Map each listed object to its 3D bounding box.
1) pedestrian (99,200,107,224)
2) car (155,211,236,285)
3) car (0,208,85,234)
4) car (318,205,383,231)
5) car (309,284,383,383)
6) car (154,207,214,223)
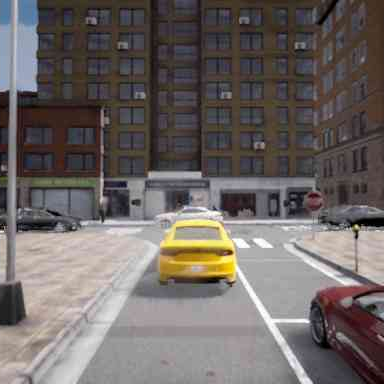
[{"bbox_3d":[-6.859,1.486,25.567,0.375,1.860,0.375,0,-1,0],"label":"pedestrian"},{"bbox_3d":[0.165,1.555,9.784,1.882,1.535,5.008,0,0,1],"label":"car"},{"bbox_3d":[-8.884,1.713,19.706,4.892,1.490,1.837,0,-2,0],"label":"car"},{"bbox_3d":[10.006,1.517,19.652,4.902,1.511,2.128,-1,-2,0],"label":"car"},{"bbox_3d":[2.646,1.610,3.497,1.802,1.307,4.206,1,0,0],"label":"car"},{"bbox_3d":[-0.208,1.727,22.632,4.674,1.442,1.812,-1,-2,0],"label":"car"}]
